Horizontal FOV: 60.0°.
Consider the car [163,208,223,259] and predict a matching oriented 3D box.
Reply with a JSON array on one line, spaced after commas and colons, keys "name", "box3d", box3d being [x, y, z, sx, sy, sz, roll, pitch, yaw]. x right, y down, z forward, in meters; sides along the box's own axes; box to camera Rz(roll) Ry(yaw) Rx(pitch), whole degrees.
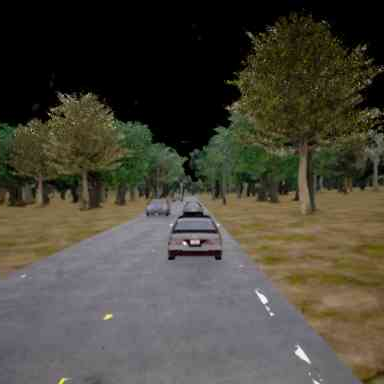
[{"name": "car", "box3d": [0.099, 1.557, 12.527, 2.033, 1.411, 5.357, 0, 0, 0]}]

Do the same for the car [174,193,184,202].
[{"name": "car", "box3d": [-2.983, 1.295, 72.707, 2.150, 2.045, 5.566, 0, 0, 0]}]

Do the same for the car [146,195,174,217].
[{"name": "car", "box3d": [-3.090, 1.382, 31.392, 2.097, 1.767, 4.553, 0, 0, 0]}]

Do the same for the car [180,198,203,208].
[{"name": "car", "box3d": [0.104, 1.595, 32.716, 1.994, 1.385, 4.181, 0, 0, 0]}]
